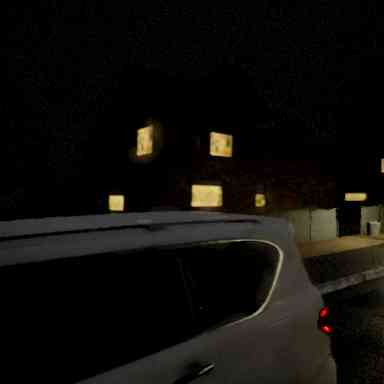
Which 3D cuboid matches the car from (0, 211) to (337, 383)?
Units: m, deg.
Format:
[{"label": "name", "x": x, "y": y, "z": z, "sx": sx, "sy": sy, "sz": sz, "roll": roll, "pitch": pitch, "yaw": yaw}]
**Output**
[{"label": "car", "x": -1.421, "y": 1.219, "z": 2.016, "sx": 5.566, "sy": 2.045, "sz": 2.150, "roll": -1, "pitch": 0, "yaw": -35}]
